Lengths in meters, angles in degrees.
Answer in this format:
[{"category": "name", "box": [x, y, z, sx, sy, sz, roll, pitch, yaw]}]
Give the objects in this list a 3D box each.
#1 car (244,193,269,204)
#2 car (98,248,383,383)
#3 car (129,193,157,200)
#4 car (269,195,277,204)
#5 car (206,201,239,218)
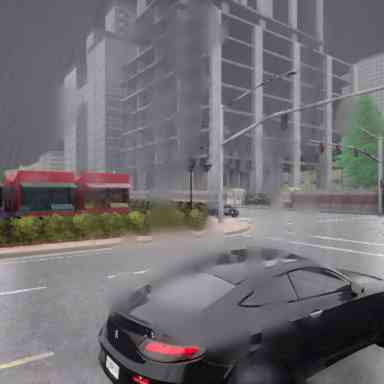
[{"category": "car", "box": [10.822, 1.114, 57.643, 1.905, 1.878, 3.866, 0, 0, -36]}, {"category": "car", "box": [1.105, 1.526, 4.573, 4.674, 1.442, 1.812, 0, 0, -35]}, {"category": "car", "box": [-5.980, 1.168, 40.482, 2.150, 2.045, 5.566, 0, 0, -36]}, {"category": "car", "box": [13.210, 1.114, 59.359, 1.905, 1.878, 3.866, 0, 0, -36]}, {"category": "car", "box": [2.184, 1.508, 29.247, 1.994, 1.385, 4.181, 0, 0, -36]}]
